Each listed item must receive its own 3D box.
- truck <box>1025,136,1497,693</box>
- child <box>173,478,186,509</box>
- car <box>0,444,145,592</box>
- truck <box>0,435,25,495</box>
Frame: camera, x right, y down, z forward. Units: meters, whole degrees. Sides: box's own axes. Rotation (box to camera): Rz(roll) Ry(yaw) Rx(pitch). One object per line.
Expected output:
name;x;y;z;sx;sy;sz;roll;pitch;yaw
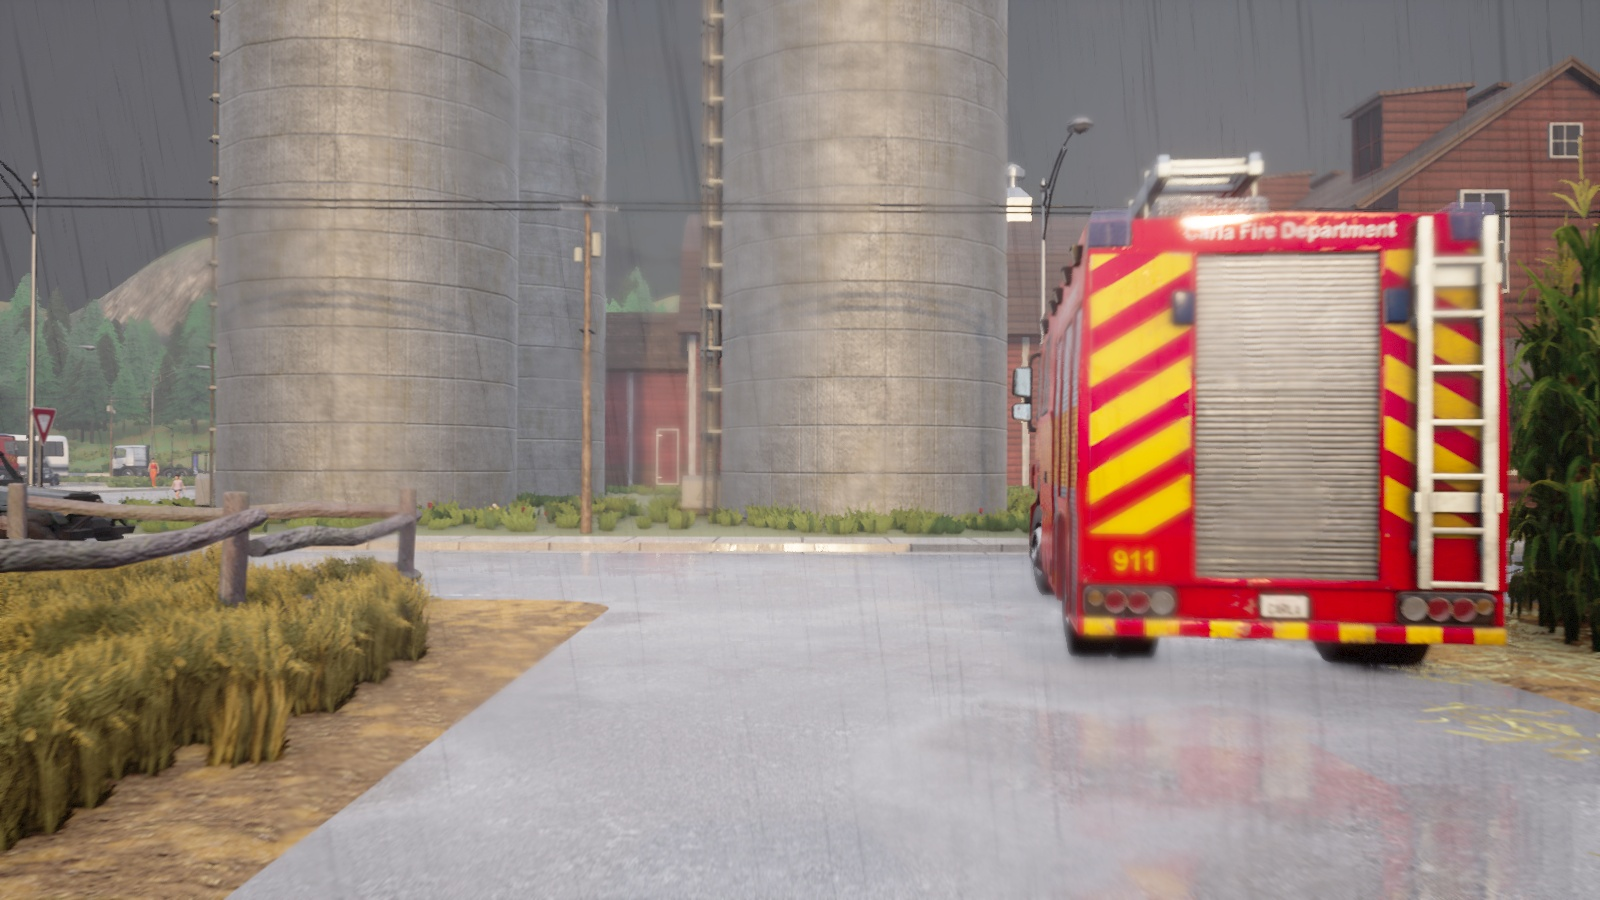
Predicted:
truck;3.953;-0.189;13.025;2.891;3.827;8.468;0;-1;8
child;-22.125;1.552;44.744;0.255;1.110;0.394;0;-1;3
car;-11.275;0.887;16.956;3.866;1.878;1.905;0;-1;0
truck;-52.706;0.943;78.833;2.891;3.827;8.468;0;-1;-1
